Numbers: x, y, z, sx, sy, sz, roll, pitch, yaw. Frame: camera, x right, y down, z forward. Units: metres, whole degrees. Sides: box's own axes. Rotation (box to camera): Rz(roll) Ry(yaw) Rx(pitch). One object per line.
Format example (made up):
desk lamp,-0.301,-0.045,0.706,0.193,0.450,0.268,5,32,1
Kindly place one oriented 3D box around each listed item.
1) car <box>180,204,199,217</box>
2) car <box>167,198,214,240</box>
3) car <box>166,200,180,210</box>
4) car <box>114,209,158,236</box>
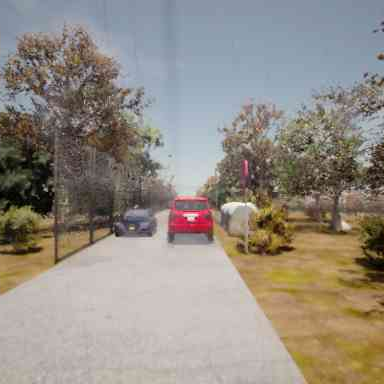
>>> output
car,-0.264,1.932,35.692,1.895,1.301,4.718,0,-1,0
car,-0.078,1.306,17.482,2.150,2.045,5.566,0,-1,-1
car,-3.346,2.258,59.281,2.097,1.767,4.553,0,-2,0
car,-3.039,1.662,18.733,1.994,1.385,4.181,0,-1,-1
